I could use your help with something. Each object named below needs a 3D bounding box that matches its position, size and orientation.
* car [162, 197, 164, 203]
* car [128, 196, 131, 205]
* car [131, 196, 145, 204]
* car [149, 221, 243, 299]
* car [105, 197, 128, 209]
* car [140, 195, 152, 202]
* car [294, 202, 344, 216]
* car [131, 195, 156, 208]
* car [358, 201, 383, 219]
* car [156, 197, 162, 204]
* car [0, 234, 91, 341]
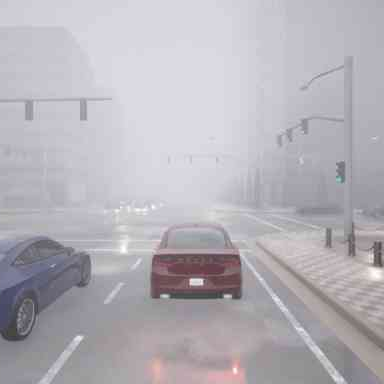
[{"bbox_3d":[-6.857,1.601,68.244,1.895,1.301,4.718,0,0,0],"label":"car"},{"bbox_3d":[-10.468,1.491,54.788,2.128,1.511,4.902,0,0,0],"label":"car"},{"bbox_3d":[-10.395,1.564,64.786,1.994,1.385,4.181,0,0,1],"label":"car"},{"bbox_3d":[0.099,1.478,8.498,1.882,1.535,5.008,0,0,0],"label":"car"},{"bbox_3d":[-10.498,1.505,45.561,1.837,1.490,4.892,0,0,0],"label":"car"},{"bbox_3d":[-10.335,1.478,75.173,1.882,1.535,5.008,0,0,0],"label":"car"},{"bbox_3d":[12.051,1.545,30.919,4.718,1.301,1.895,0,0,1],"label":"car"},{"bbox_3d":[-6.990,1.491,48.646,2.128,1.511,4.902,0,0,0],"label":"car"},{"bbox_3d":[16.340,1.436,27.373,4.902,1.511,2.128,0,0,0],"label":"car"},{"bbox_3d":[-6.952,1.491,57.953,2.128,1.511,4.902,0,0,0],"label":"car"},{"bbox_3d":[-3.416,1.526,6.370,1.812,1.442,4.674,0,0,0],"label":"car"}]
